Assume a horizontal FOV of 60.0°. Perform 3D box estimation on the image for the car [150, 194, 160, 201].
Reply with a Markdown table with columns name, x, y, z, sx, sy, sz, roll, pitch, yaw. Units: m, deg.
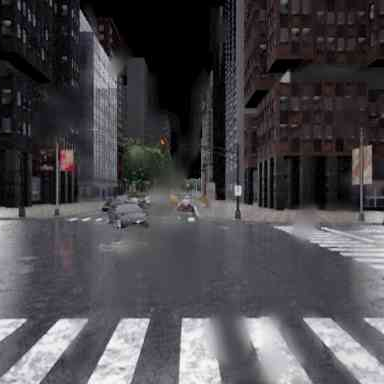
| name | x | y | z | sx | sy | sz | roll | pitch | yaw |
| --- | --- | --- | --- | --- | --- | --- | --- | --- | --- |
| car | -9.719 | 1.521 | 87.808 | 2.192 | 1.841 | 5.009 | 0 | 0 | -1 |

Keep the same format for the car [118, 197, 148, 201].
| name | x | y | z | sx | sy | sz | roll | pitch | yaw |
| --- | --- | --- | --- | --- | --- | --- | --- | --- | --- |
| car | -6.571 | 1.583 | 37.533 | 2.033 | 1.411 | 5.357 | 0 | 0 | -1 |

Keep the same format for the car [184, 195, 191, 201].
| name | x | y | z | sx | sy | sz | roll | pitch | yaw |
| --- | --- | --- | --- | --- | --- | --- | --- | --- | --- |
| car | -1.194 | 1.645 | 87.877 | 1.967 | 1.590 | 4.097 | 0 | 0 | -1 |

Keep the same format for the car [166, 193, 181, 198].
| name | x | y | z | sx | sy | sz | roll | pitch | yaw |
| --- | --- | --- | --- | --- | --- | --- | --- | --- | --- |
| car | -3.738 | 1.612 | 68.479 | 1.882 | 1.535 | 5.008 | 0 | 0 | 0 |

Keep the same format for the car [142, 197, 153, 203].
| name | x | y | z | sx | sy | sz | roll | pitch | yaw |
| --- | --- | --- | --- | --- | --- | --- | --- | --- | --- |
| car | -9.563 | 1.727 | 71.530 | 1.802 | 1.307 | 4.206 | 0 | 0 | -1 |

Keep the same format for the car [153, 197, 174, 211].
| name | x | y | z | sx | sy | sz | roll | pitch | yaw |
| --- | --- | --- | --- | --- | --- | --- | --- | --- | --- |
| car | -3.411 | 1.650 | 42.222 | 1.895 | 1.301 | 4.718 | 0 | 0 | -1 |

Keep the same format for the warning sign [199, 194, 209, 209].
| name | x | y | z | sx | sy | sz | roll | pitch | yaw |
| --- | --- | --- | --- | --- | --- | --- | --- | --- | --- |
| warning sign | 1.549 | 1.166 | 42.747 | 1.300 | 1.860 | 1.060 | 0 | 0 | -1 |

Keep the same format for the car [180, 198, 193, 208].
| name | x | y | z | sx | sy | sz | roll | pitch | yaw |
| --- | --- | --- | --- | --- | --- | --- | --- | --- | --- |
| car | -0.830 | 1.655 | 49.903 | 1.802 | 1.307 | 4.206 | 0 | 0 | -1 |

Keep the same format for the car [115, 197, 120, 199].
| name | x | y | z | sx | sy | sz | roll | pitch | yaw |
| --- | --- | --- | --- | --- | --- | --- | --- | --- | --- |
| car | -9.252 | 1.606 | 38.975 | 1.947 | 1.339 | 4.313 | 0 | 0 | -1 |

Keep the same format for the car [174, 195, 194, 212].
| name | x | y | z | sx | sy | sz | roll | pitch | yaw |
| --- | --- | --- | --- | --- | --- | --- | --- | --- | --- |
| car | -0.727 | 1.480 | 39.055 | 1.967 | 1.590 | 4.097 | 0 | 0 | -1 |

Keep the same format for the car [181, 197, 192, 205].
| name | x | y | z | sx | sy | sz | roll | pitch | yaw |
| --- | --- | --- | --- | --- | --- | --- | --- | --- | --- |
| car | -0.934 | 1.652 | 60.753 | 1.887 | 1.381 | 4.507 | 0 | 0 | -1 |

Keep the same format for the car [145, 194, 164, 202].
| name | x | y | z | sx | sy | sz | roll | pitch | yaw |
| --- | --- | --- | --- | --- | --- | --- | --- | --- | --- |
| car | -6.758 | 1.326 | 59.567 | 2.150 | 2.045 | 5.566 | 0 | 0 | 0 |

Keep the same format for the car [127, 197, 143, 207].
| name | x | y | z | sx | sy | sz | roll | pitch | yaw |
| --- | --- | --- | --- | --- | --- | --- | --- | --- | --- |
| car | -9.405 | 1.615 | 55.083 | 1.752 | 1.417 | 4.829 | 0 | 0 | -1 |

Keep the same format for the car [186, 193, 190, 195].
| name | x | y | z | sx | sy | sz | roll | pitch | yaw |
| --- | --- | --- | --- | --- | --- | --- | --- | --- | --- |
| car | -1.142 | 1.625 | 82.452 | 1.967 | 1.590 | 4.097 | 0 | 0 | -1 |

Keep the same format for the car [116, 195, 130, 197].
| name | x | y | z | sx | sy | sz | roll | pitch | yaw |
| --- | --- | --- | --- | --- | --- | --- | --- | --- | --- |
| car | -9.304 | 1.372 | 44.402 | 2.192 | 1.841 | 5.009 | 0 | 0 | -1 |

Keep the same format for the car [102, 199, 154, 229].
| name | x | y | z | sx | sy | sz | roll | pitch | yaw |
| --- | --- | --- | --- | --- | --- | --- | --- | --- | --- |
| car | -4.245 | 1.479 | 21.570 | 1.837 | 1.490 | 4.892 | -1 | 1 | -27 |

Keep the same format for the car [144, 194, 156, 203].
| name | x | y | z | sx | sy | sz | roll | pitch | yaw |
| --- | --- | --- | --- | --- | --- | --- | --- | --- | --- |
| car | -9.615 | 1.480 | 76.956 | 2.192 | 1.841 | 5.009 | 0 | 0 | -1 |
